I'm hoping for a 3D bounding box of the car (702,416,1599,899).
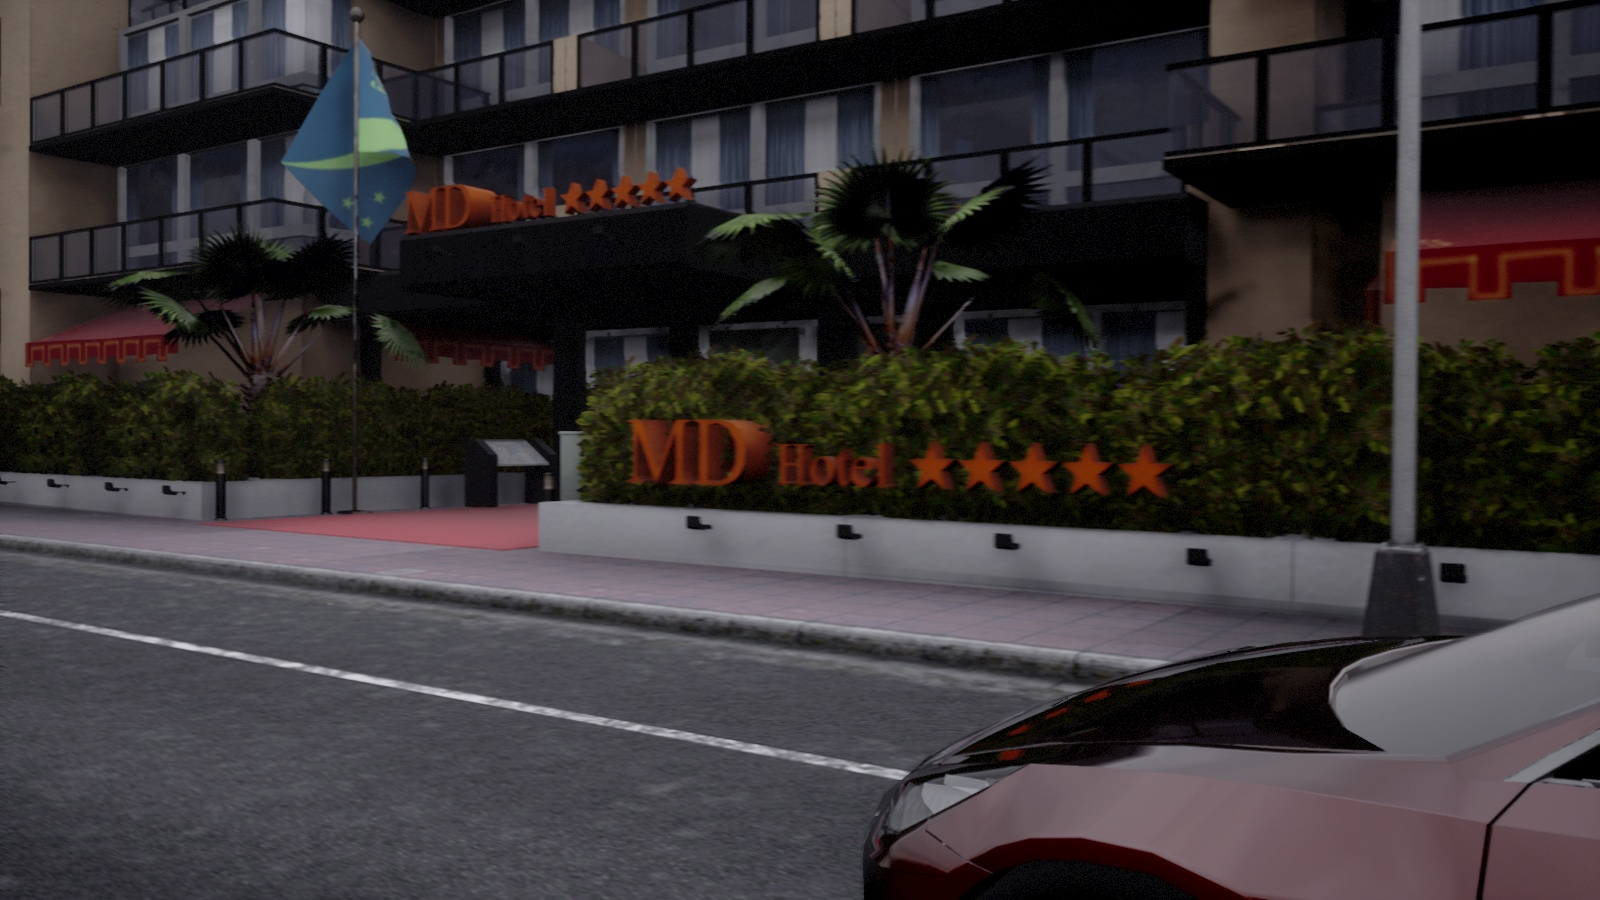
[{"bbox_3d":[2.410,0.682,2.022,4.792,1.488,2.163,0,1,34],"label":"car"}]
